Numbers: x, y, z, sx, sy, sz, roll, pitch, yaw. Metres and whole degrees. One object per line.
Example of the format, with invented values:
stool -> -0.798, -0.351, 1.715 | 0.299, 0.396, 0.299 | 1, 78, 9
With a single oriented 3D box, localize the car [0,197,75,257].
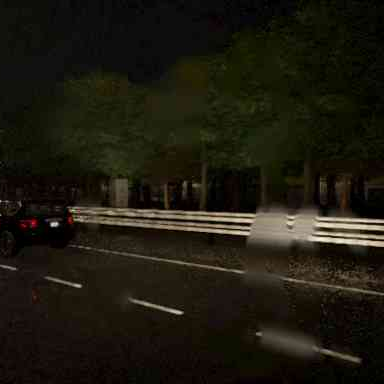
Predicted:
car -> -6.977, 1.223, 13.141 | 5.566, 2.045, 2.150 | 0, 0, 35
